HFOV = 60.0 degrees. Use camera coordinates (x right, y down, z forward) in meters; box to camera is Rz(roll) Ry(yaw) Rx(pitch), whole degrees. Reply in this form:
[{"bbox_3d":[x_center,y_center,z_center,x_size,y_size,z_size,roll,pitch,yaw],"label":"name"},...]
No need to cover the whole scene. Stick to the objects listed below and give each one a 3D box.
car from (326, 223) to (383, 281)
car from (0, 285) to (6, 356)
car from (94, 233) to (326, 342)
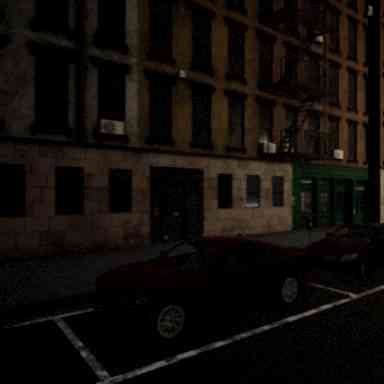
[{"bbox_3d":[5.023,1.586,9.776,4.206,1.307,1.802,0,0,-36],"label":"car"},{"bbox_3d":[-4.221,1.565,3.178,4.313,1.339,1.947,0,0,-36],"label":"car"},{"bbox_3d":[0.401,1.547,6.476,4.507,1.381,1.887,0,0,-36],"label":"car"}]
